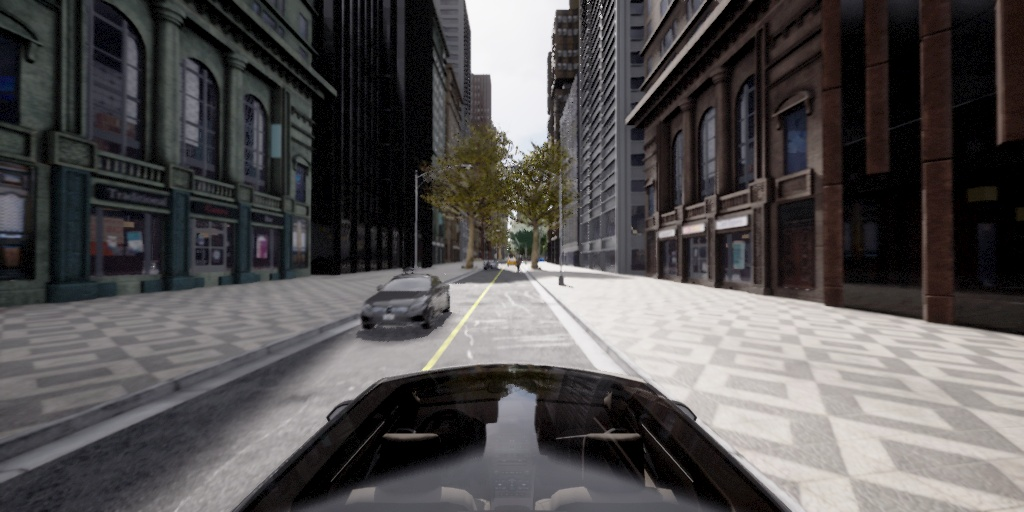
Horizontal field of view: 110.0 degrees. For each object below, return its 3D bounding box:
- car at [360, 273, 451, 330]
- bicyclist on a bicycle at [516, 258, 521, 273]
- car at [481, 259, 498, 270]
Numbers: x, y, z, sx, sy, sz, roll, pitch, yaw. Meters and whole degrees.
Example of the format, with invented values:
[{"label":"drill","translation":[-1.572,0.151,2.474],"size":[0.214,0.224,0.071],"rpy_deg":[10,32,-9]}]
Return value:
[{"label":"car","translation":[-3.101,1.289,11.355],"size":[1.812,1.442,4.674],"rpy_deg":[0,0,0]},{"label":"bicyclist on a bicycle","translation":[0.820,1.266,42.552],"size":[0.582,1.620,1.656],"rpy_deg":[0,-1,0]},{"label":"car","translation":[-3.072,1.394,52.378],"size":[1.994,1.385,4.181],"rpy_deg":[0,0,0]}]
